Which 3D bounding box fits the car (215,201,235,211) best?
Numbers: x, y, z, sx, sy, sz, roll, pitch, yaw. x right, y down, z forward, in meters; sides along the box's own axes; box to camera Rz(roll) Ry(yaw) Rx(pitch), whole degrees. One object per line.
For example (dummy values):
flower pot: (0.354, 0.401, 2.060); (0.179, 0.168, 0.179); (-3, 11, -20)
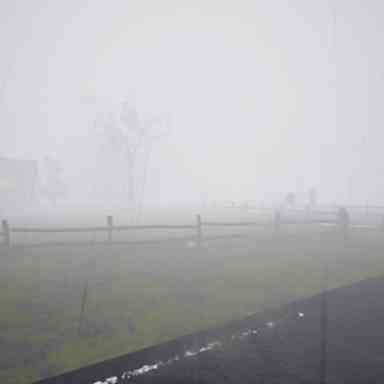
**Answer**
car: (4.764, 2.075, 48.711); (1.812, 1.442, 4.674); (1, -1, -15)
